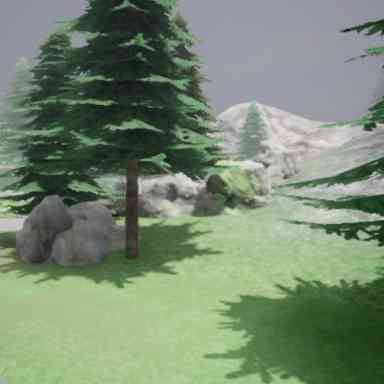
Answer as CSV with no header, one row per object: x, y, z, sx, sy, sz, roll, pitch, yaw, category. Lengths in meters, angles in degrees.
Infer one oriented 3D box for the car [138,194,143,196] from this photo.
-4.029,1.234,31.729,2.150,2.045,5.566,0,-1,35,car
